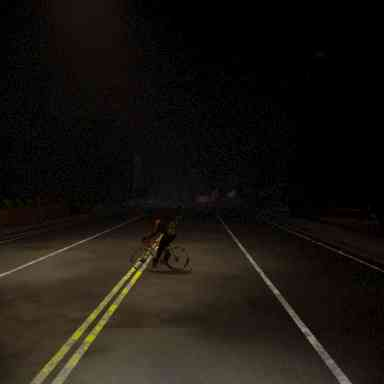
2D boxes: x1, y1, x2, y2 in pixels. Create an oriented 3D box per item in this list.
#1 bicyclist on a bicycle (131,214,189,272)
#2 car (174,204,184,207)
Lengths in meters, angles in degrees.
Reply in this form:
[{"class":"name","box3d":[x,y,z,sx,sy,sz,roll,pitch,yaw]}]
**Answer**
[{"class":"bicyclist on a bicycle","box3d":[-0.929,1.455,9.393,1.656,1.620,0.582,-2,0,1]},{"class":"car","box3d":[-2.284,2.918,61.457,1.895,1.301,4.718,0,-10,2]}]
